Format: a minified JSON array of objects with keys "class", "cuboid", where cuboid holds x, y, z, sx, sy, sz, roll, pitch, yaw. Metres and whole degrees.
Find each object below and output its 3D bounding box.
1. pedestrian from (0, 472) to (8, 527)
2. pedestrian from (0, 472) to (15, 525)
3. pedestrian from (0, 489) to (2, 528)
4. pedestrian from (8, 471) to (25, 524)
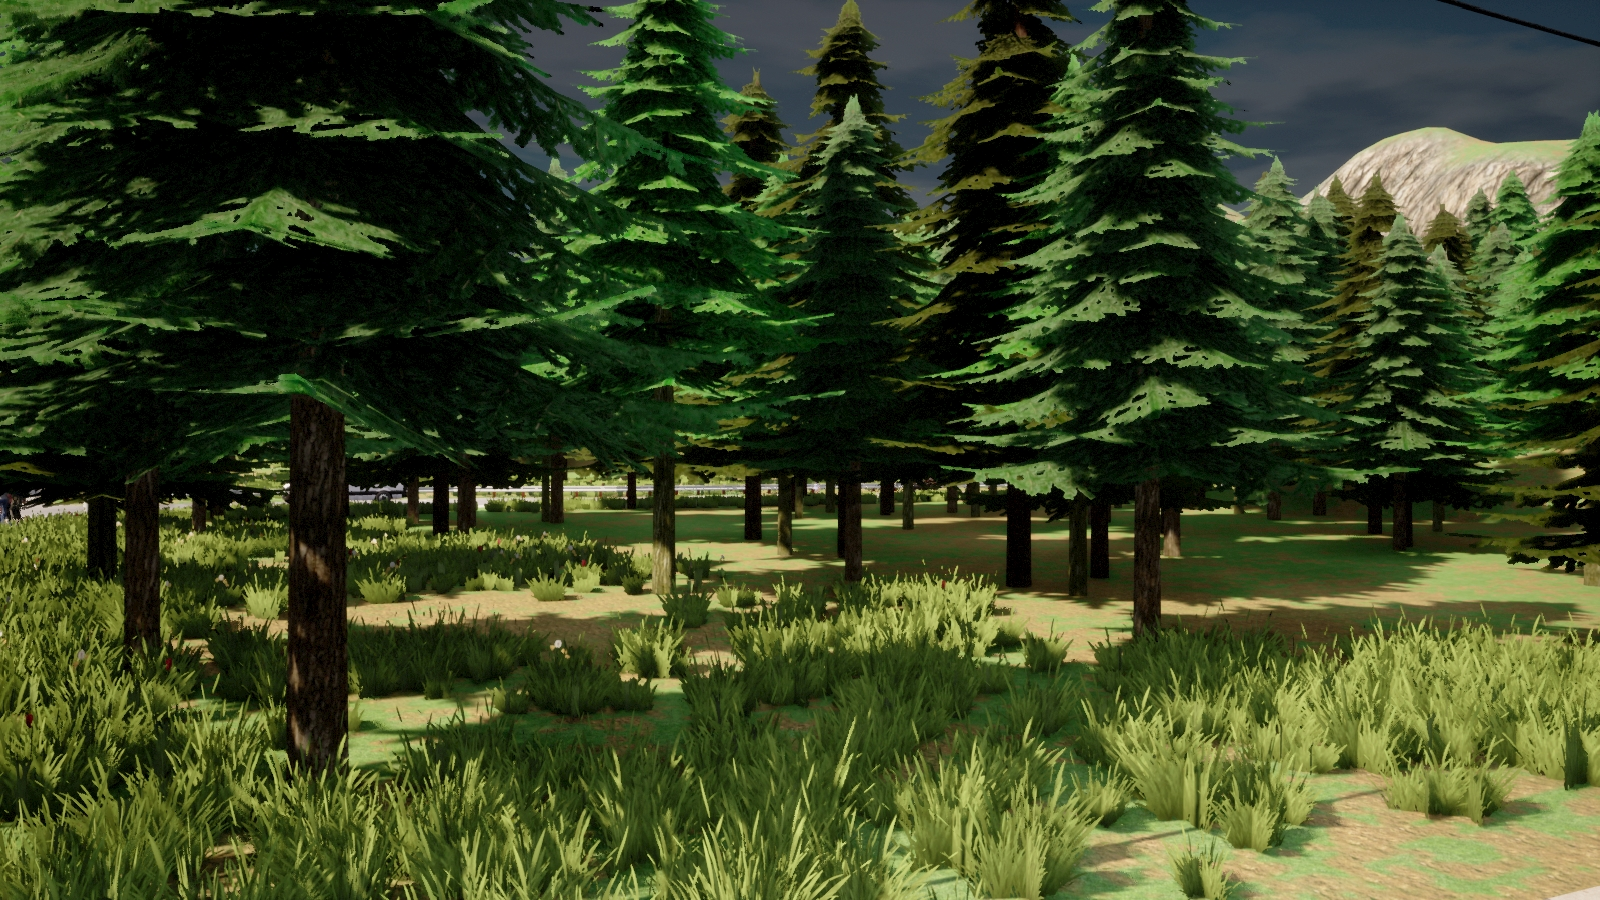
[{"class":"pedestrian","cuboid":[-27.433,1.694,39.254,0.375,1.860,0.375,0,0,-33]},{"class":"pedestrian","cuboid":[-27.735,1.694,39.921,0.375,1.860,0.375,0,0,-14]},{"class":"pedestrian","cuboid":[-27.042,1.976,38.371,0.375,1.300,0.375,0,0,-32]},{"class":"pedestrian","cuboid":[-28.031,1.694,40.880,0.375,1.860,0.375,0,0,-14]}]
